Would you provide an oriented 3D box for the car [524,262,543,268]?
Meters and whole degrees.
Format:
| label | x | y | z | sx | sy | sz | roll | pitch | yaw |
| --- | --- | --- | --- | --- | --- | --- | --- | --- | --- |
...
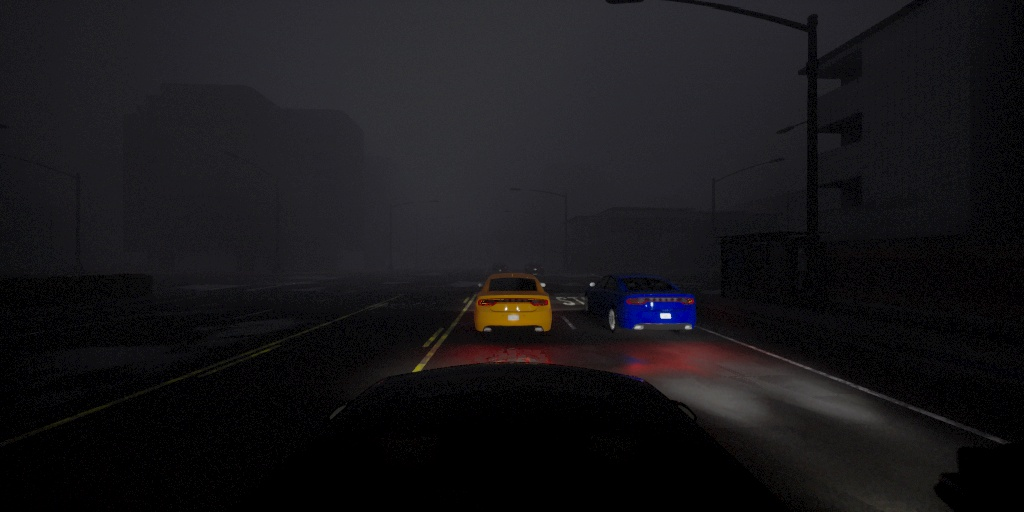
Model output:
| label | x | y | z | sx | sy | sz | roll | pitch | yaw |
| --- | --- | --- | --- | --- | --- | --- | --- | --- | --- |
| car | 2.300 | 1.357 | 39.411 | 1.994 | 1.385 | 4.181 | 0 | 0 | -3 |

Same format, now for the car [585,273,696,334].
| label | x | y | z | sx | sy | sz | roll | pitch | yaw |
| --- | --- | --- | --- | --- | --- | --- | --- | --- | --- |
| car | 3.501 | 1.228 | 10.716 | 1.882 | 1.535 | 5.008 | 0 | 0 | -1 |

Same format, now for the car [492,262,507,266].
| label | x | y | z | sx | sy | sz | roll | pitch | yaw |
| --- | --- | --- | --- | --- | --- | --- | --- | --- | --- |
| car | -1.551 | 1.449 | 45.190 | 1.895 | 1.301 | 4.718 | 0 | -1 | -3 |

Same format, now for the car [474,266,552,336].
| label | x | y | z | sx | sy | sz | roll | pitch | yaw |
| --- | --- | --- | --- | --- | --- | --- | --- | --- | --- |
| car | 0.002 | 1.228 | 10.486 | 1.882 | 1.535 | 5.008 | 0 | 0 | -1 |
